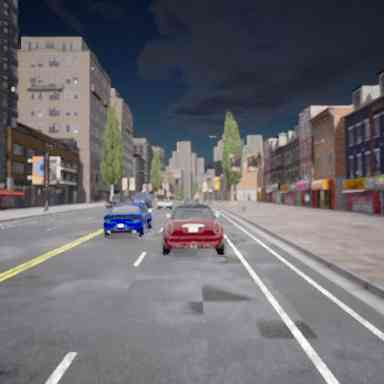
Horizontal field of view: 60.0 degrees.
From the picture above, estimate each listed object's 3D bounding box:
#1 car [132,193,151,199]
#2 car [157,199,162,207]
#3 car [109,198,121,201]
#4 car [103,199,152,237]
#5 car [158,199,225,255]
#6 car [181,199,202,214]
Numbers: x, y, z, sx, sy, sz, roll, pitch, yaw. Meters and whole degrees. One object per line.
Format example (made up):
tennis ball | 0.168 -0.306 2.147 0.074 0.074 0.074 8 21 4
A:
car | -6.697 1.185 44.619 2.150 2.045 5.566 0 -1 0
car | -3.326 1.523 42.547 1.895 1.301 4.718 0 0 0
car | -9.948 1.547 43.741 1.994 1.385 4.181 0 0 0
car | -3.222 1.356 17.454 1.882 1.535 5.008 0 0 0
car | 0.037 1.227 12.914 2.097 1.767 4.553 0 0 0
car | -0.046 1.419 33.898 1.994 1.385 4.181 0 0 0
